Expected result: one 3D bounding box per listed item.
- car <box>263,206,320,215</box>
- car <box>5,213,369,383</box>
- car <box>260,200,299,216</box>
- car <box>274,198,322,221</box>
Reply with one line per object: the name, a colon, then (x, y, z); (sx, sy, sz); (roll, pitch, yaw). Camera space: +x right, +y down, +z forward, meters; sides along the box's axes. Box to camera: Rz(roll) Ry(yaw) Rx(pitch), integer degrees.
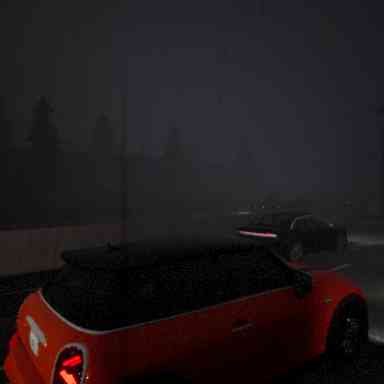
car: (3.545, 1.439, 11.412); (4.902, 1.511, 2.128); (-1, 0, -41)
car: (0.293, 1.341, 4.238); (4.553, 1.767, 2.097); (-1, 0, -37)
car: (8.582, 1.459, 32.203); (1.895, 1.301, 4.718); (0, 0, 38)
car: (8.661, 1.348, 26.813); (1.882, 1.535, 5.008); (0, 0, 40)
